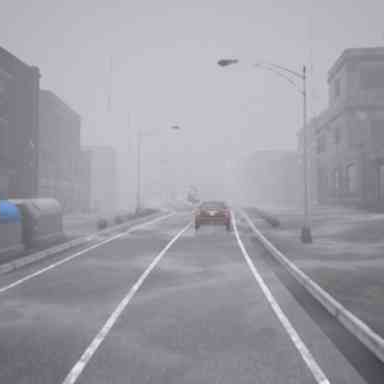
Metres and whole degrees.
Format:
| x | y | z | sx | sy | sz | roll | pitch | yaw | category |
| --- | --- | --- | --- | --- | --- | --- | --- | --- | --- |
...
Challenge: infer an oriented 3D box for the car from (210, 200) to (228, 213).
| x | y | z | sx | sy | sz | roll | pitch | yaw | category |
| --- | --- | --- | --- | --- | --- | --- | --- | --- | --- |
| 3.305 | 1.716 | 39.647 | 2.033 | 1.411 | 5.357 | 0 | -2 | 6 | car |

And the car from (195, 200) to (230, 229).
| x | y | z | sx | sy | sz | roll | pitch | yaw | category |
| --- | --- | --- | --- | --- | --- | --- | --- | --- | --- |
| 1.390 | 1.309 | 21.548 | 2.097 | 1.767 | 4.553 | 0 | 0 | 5 | car |
